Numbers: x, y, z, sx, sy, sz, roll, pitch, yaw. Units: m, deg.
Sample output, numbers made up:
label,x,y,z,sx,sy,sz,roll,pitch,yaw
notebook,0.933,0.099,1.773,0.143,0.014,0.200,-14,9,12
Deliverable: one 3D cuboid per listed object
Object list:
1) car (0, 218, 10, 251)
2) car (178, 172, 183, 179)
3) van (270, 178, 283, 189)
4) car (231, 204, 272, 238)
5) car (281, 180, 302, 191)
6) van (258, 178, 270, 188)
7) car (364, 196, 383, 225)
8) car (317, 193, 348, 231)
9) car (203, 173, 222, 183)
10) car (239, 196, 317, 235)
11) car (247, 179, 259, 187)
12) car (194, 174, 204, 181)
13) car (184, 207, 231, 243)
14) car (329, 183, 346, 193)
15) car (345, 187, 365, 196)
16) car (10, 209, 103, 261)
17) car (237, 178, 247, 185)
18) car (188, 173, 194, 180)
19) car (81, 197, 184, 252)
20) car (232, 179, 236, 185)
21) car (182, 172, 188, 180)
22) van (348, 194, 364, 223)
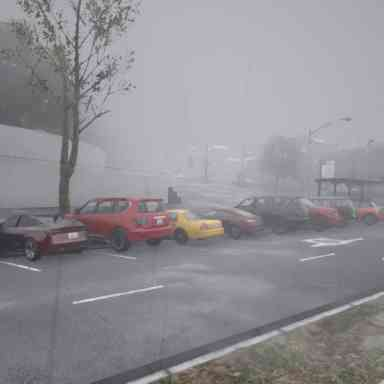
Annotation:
label,x,y,z,sx,sy,sz,roll,pitch,yaw
car,-8.290,1.492,10.615,4.892,1.521,2.231,-1,-1,34
car,-1.551,-4.363,92.200,2.435,2.045,5.566,1,-1,34
van,17.591,-1.492,65.171,1.878,1.987,4.442,7,4,35
car,1.498,1.548,17.567,4.674,1.452,2.002,-1,-1,35
car,19.353,-0.993,62.809,2.231,1.521,4.892,7,3,35
van,15.861,-1.765,67.641,1.878,1.987,4.442,7,4,35
car,11.383,1.402,24.455,4.553,1.767,2.185,-1,-1,35
car,6.437,1.266,21.032,5.566,2.045,2.435,-1,-1,35
car,5.600,-3.177,82.660,1.946,1.575,5.366,7,3,34
car,3.924,1.261,19.326,5.566,2.045,2.435,-1,-1,35
car,14.286,-1.813,70.372,1.946,1.575,5.366,7,3,35
car,3.748,-3.700,84.919,2.435,2.045,5.566,7,3,34
car,-1.108,1.502,15.938,5.366,1.575,1.946,-1,-1,35
car,24.567,-0.427,55.426,2.435,2.045,5.566,7,3,35
car,26.259,0.135,52.955,2.002,1.452,4.674,7,3,35
car,-5.871,1.523,12.363,4.792,1.488,2.163,-1,-1,35
car,12.453,-2.044,72.691,2.002,1.452,4.674,7,4,35
car,1.953,-3.851,87.384,2.185,1.767,4.553,6,3,34
car,-3.427,1.247,14.109,5.566,2.045,2.435,-1,-1,34
car,10.709,-2.318,75.153,2.002,1.452,4.674,7,3,35
car,0.222,-4.086,89.853,2.185,1.767,4.553,4,1,33
van,8.974,1.296,22.703,4.442,1.987,1.878,-1,-1,35
